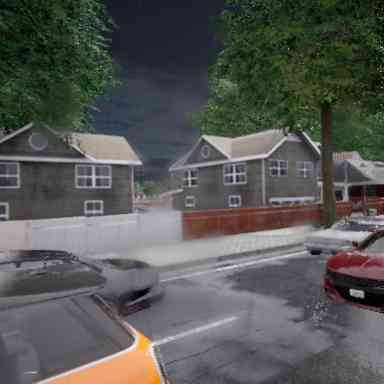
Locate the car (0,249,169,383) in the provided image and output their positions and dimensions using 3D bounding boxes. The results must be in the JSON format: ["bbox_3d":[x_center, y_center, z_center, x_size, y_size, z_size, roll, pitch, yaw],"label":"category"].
[{"bbox_3d":[-2.352,1.445,1.929,4.553,1.767,2.097,-1,-1,-37],"label":"car"}]

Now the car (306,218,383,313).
[{"bbox_3d":[4.903,1.490,7.378,5.008,1.535,1.882,-1,-1,-37],"label":"car"}]

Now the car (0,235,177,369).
[{"bbox_3d":[-3.072,1.711,5.404,5.357,1.411,2.033,-1,-1,-34],"label":"car"}]

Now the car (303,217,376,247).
[{"bbox_3d":[6.243,1.645,12.444,4.718,1.301,1.895,-1,-1,-37],"label":"car"}]
